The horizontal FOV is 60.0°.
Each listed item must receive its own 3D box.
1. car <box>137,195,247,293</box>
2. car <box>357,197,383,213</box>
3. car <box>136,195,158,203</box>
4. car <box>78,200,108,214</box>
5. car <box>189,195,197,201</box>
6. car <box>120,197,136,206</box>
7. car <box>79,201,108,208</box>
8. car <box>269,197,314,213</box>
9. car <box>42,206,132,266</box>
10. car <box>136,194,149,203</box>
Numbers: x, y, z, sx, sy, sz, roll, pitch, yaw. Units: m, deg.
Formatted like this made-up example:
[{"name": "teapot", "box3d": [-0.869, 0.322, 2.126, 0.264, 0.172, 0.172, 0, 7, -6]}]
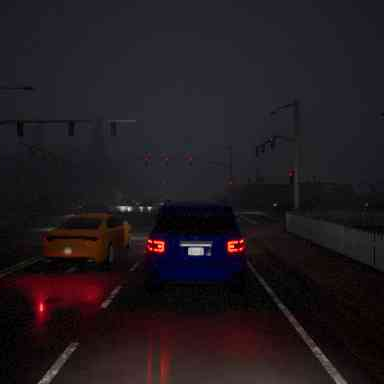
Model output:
[{"name": "car", "box3d": [0.083, 1.221, 9.007, 2.150, 2.045, 5.566, 0, 0, 0]}, {"name": "car", "box3d": [20.513, 1.352, 36.282, 4.553, 1.767, 2.097, 0, 0, -1]}, {"name": "car", "box3d": [-6.973, 1.547, 52.215, 2.033, 1.411, 5.357, 0, 0, 0]}, {"name": "car", "box3d": [-10.517, 1.601, 35.700, 1.895, 1.301, 4.718, 0, 0, 0]}, {"name": "car", "box3d": [0.208, 1.540, 88.996, 2.033, 1.411, 5.357, 0, 0, 0]}, {"name": "car", "box3d": [-10.461, 1.492, 54.517, 2.128, 1.511, 4.902, 0, 0, 0]}, {"name": "car", "box3d": [-7.045, 1.526, 23.630, 1.812, 1.442, 4.674, 0, 0, 0]}, {"name": "car", "box3d": [10.731, 1.352, 36.062, 4.553, 1.767, 2.097, 0, 0, -1]}, {"name": "car", "box3d": [-3.397, 1.478, 11.629, 1.882, 1.535, 5.008, 0, 0, 0]}, {"name": "car", "box3d": [-10.337, 1.355, 69.513, 2.097, 1.767, 4.553, 0, 0, 0]}]
